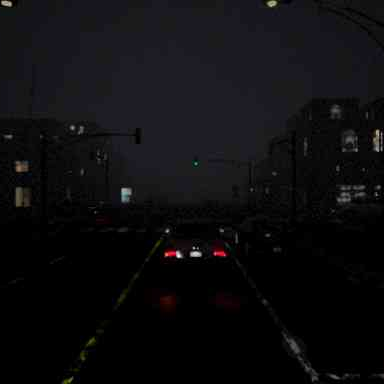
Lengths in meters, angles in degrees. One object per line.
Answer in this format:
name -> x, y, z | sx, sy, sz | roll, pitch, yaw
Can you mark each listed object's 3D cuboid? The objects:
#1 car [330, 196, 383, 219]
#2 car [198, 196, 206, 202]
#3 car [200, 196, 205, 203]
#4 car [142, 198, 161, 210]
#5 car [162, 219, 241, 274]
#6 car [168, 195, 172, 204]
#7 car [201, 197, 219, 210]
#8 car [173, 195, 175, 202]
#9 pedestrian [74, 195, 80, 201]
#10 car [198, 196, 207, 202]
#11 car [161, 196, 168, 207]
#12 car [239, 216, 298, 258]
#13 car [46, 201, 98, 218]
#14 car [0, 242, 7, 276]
car -> 15.597, 1.404, 30.240 | 5.566, 2.045, 2.150 | 0, 0, 1
car -> 2.653, 1.835, 89.230 | 2.008, 1.369, 4.403 | 0, 0, 0
car -> 2.668, 1.756, 56.097 | 1.802, 1.307, 4.206 | 0, 0, 0
car -> -5.707, 1.721, 45.064 | 1.802, 1.307, 4.206 | 0, 0, 0
car -> 0.091, 1.580, 10.639 | 2.033, 1.411, 5.357 | 0, 0, 0
car -> -5.717, 1.650, 67.152 | 1.967, 1.590, 4.097 | 0, 0, 0
car -> 2.673, 1.705, 45.055 | 1.947, 1.339, 4.313 | 0, 0, 0
car -> -5.727, 1.599, 89.241 | 2.192, 1.841, 5.009 | 0, 0, 0
pedestrian -> -12.568, 1.241, 36.196 | 0.375, 1.860, 0.375 | 0, -1, 1
car -> 2.656, 1.705, 83.708 | 1.967, 1.590, 4.097 | 0, 0, 0
car -> -5.713, 1.725, 56.107 | 2.008, 1.369, 4.403 | 0, 0, 0
car -> 2.689, 1.590, 12.665 | 2.008, 1.369, 4.403 | 0, 0, 0
car -> -11.102, 1.568, 30.412 | 4.892, 1.490, 1.837 | 0, -2, 9
car -> -5.689, 1.572, 6.986 | 2.008, 1.369, 4.403 | 0, 0, 0
